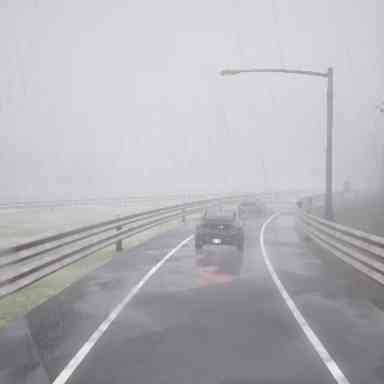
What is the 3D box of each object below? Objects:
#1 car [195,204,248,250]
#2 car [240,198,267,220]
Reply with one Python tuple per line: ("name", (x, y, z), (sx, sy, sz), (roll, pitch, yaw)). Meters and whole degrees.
("car", (1.311, 1.486, 14.256), (1.837, 1.490, 4.892), (0, 0, 10))
("car", (5.199, 1.277, 28.403), (2.128, 1.511, 4.902), (1, 1, 20))
